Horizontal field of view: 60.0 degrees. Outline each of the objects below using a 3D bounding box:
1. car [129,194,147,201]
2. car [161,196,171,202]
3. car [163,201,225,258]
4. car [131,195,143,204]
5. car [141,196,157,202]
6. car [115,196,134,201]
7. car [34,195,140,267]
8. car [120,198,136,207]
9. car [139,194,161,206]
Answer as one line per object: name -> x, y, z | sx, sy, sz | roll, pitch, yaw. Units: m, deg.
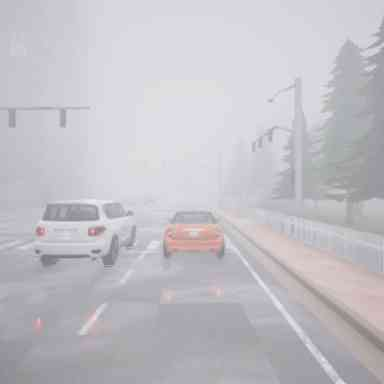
car -> -14.832, 1.530, 91.746 | 4.553, 1.767, 2.097 | 0, 0, 32
car -> -7.336, 1.779, 84.480 | 2.033, 1.411, 5.357 | 0, 0, -39
car -> 0.064, 1.389, 13.014 | 2.097, 1.767, 4.553 | 0, 0, 0
car -> -11.796, 1.557, 70.628 | 2.097, 1.767, 4.553 | 0, 0, -15
car -> -10.752, 1.790, 83.200 | 1.994, 1.385, 4.181 | 0, 0, -39
car -> -18.262, 1.729, 89.842 | 5.008, 1.535, 1.882 | 0, 0, 32
car -> -3.436, 1.255, 11.736 | 2.150, 2.045, 5.566 | 0, 0, 0
car -> -10.678, 1.724, 55.731 | 1.994, 1.385, 4.181 | 0, 0, 1
car -> -7.191, 1.387, 57.697 | 2.150, 2.045, 5.566 | 0, 0, 0
